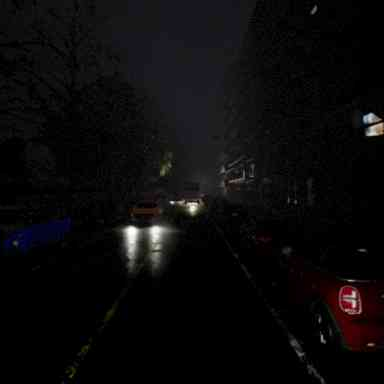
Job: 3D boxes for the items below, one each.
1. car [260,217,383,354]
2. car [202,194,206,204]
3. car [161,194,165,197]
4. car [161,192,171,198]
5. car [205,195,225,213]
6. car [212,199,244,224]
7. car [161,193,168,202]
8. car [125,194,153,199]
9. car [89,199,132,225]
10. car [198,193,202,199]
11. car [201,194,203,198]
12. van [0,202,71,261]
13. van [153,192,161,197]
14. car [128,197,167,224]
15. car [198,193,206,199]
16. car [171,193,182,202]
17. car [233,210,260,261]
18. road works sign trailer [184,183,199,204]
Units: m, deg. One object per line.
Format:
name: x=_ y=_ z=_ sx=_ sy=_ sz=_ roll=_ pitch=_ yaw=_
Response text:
car: x=2.692 y=1.405 z=6.065 sx=1.967 sy=1.590 sz=4.097 roll=0 pitch=0 yaw=0
car: x=2.707 y=1.278 z=45.647 sx=1.752 sy=1.417 sz=4.829 roll=0 pitch=0 yaw=0
car: x=-5.672 y=1.309 z=51.110 sx=1.802 sy=1.307 sz=4.206 roll=0 pitch=0 yaw=0
car: x=-5.668 y=0.991 z=62.371 sx=2.192 sy=1.841 sz=5.009 roll=0 pitch=0 yaw=0
car: x=2.702 y=1.249 z=34.215 sx=1.967 sy=1.590 sz=4.097 roll=0 pitch=0 yaw=0
car: x=2.698 y=1.435 z=22.957 sx=1.947 sy=1.339 sz=4.313 roll=0 pitch=0 yaw=0
car: x=-5.670 y=1.246 z=56.740 sx=1.887 sy=1.381 sz=4.507 roll=0 pitch=0 yaw=0
car: x=-5.678 y=1.124 z=34.218 sx=2.192 sy=1.841 sz=5.009 roll=0 pitch=0 yaw=0
car: x=-5.682 y=1.435 z=22.959 sx=1.947 sy=1.339 sz=4.313 roll=0 pitch=0 yaw=0
car: x=2.712 y=1.241 z=62.369 sx=1.947 sy=1.339 sz=4.313 roll=0 pitch=0 yaw=0
car: x=2.708 y=1.309 z=51.107 sx=1.802 sy=1.307 sz=4.206 roll=0 pitch=0 yaw=0
van: x=-5.686 y=1.273 z=11.697 sx=1.690 sy=1.788 sz=3.998 roll=0 pitch=0 yaw=0
van: x=-5.674 y=1.095 z=45.478 sx=1.690 sy=1.788 sz=3.998 roll=0 pitch=0 yaw=0
car: x=-3.092 y=1.343 z=23.533 sx=1.882 sy=1.535 sz=5.008 roll=0 pitch=0 yaw=0
car: x=2.723 y=1.104 z=90.519 sx=1.887 sy=1.381 sz=4.507 roll=0 pitch=0 yaw=0
car: x=-2.993 y=1.014 z=65.432 sx=2.097 sy=1.767 sz=4.553 roll=0 pitch=0 yaw=0
car: x=2.694 y=1.514 z=11.696 sx=1.802 sy=1.307 sz=4.206 roll=0 pitch=0 yaw=0
road works sign trailer: x=0.020 y=0.177 z=54.125 sx=2.380 sy=3.560 sz=2.880 roll=0 pitch=0 yaw=0
